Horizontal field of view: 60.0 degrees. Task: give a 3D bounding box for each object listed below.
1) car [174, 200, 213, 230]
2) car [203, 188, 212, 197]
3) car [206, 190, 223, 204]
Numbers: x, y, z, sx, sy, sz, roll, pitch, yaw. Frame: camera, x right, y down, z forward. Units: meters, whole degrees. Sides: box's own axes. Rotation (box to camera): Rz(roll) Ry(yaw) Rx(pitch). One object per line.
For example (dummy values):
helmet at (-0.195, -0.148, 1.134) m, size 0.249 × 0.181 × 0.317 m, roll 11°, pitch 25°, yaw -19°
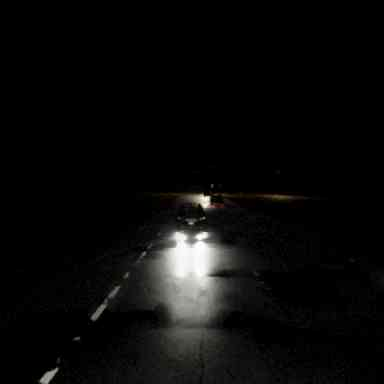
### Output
car at (-0.046, 1.433, 20.623) m, size 2.128 × 1.511 × 4.902 m, roll 0°, pitch 0°, yaw 0°
car at (3.733, 0.146, 75.946) m, size 2.150 × 2.045 × 5.566 m, roll 0°, pitch 2°, yaw 0°
car at (3.752, 0.969, 51.392) m, size 2.128 × 1.511 × 4.902 m, roll 0°, pitch 1°, yaw 0°
